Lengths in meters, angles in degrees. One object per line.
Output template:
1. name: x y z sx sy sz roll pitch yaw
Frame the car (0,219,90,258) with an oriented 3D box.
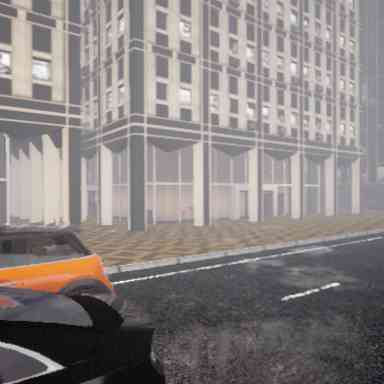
1. car: -3.610 1.355 5.118 4.553 1.767 2.097 0 0 -36

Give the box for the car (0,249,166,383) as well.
1. car: -2.476 1.493 1.934 4.902 1.511 2.128 0 0 -36
